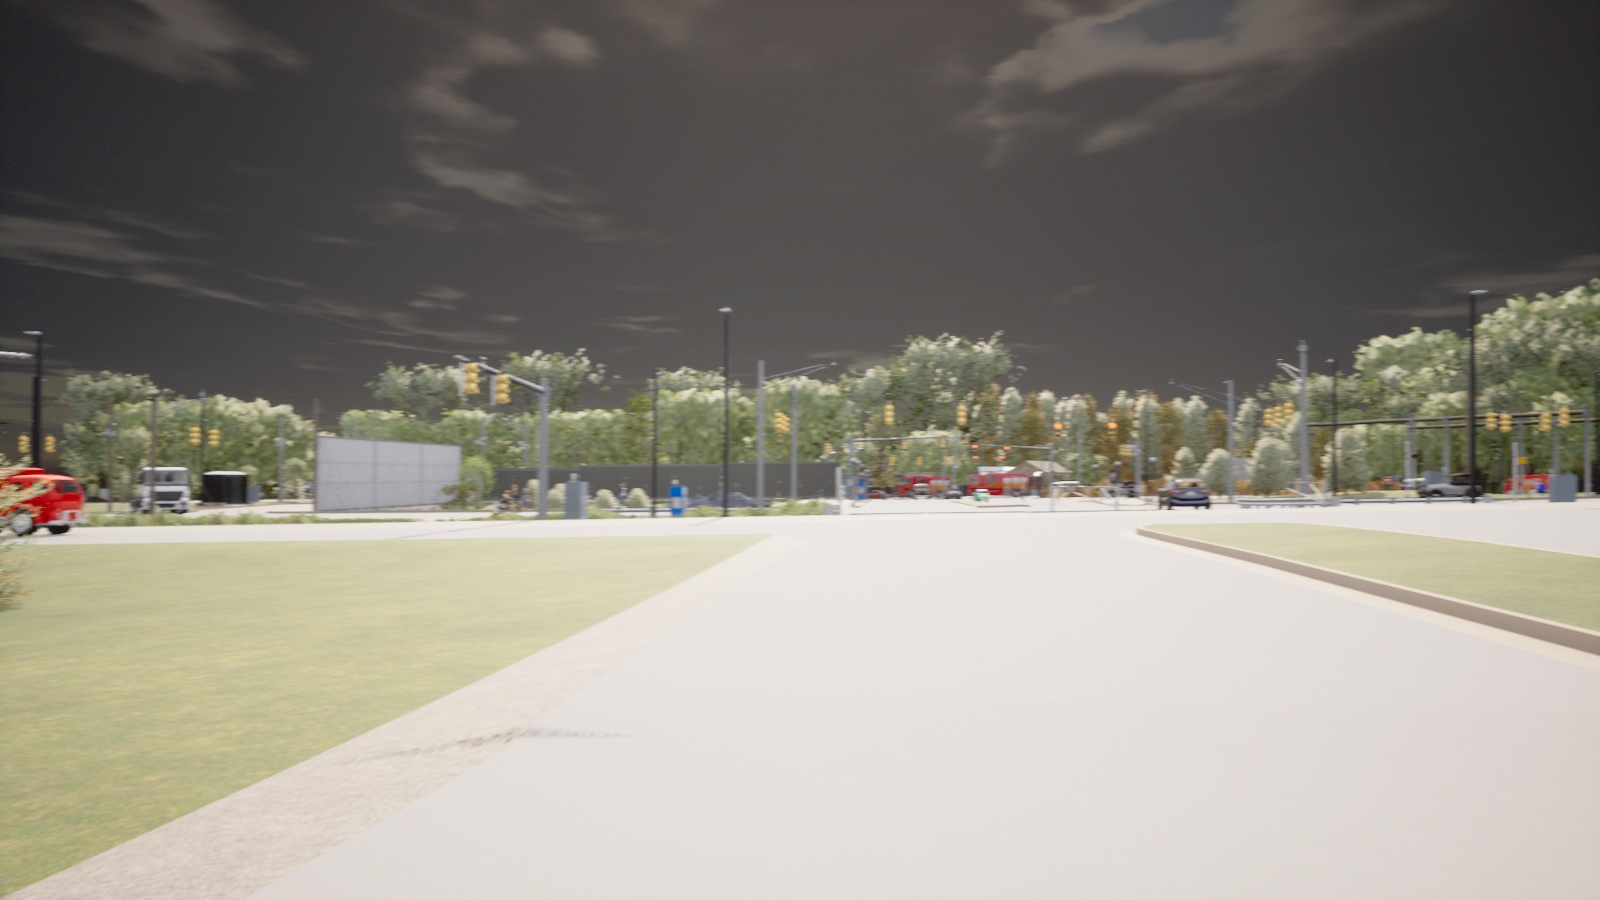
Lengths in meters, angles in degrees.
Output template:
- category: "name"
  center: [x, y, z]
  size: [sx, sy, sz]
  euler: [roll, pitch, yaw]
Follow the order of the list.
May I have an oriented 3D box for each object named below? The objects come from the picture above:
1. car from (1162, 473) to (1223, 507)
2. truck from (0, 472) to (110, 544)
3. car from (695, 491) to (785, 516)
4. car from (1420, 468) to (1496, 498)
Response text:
- category: "car"
  center: [20.408, 2.088, 65.493]
  size: [2.242, 1.667, 4.611]
  euler: [-2, -2, 7]
- category: "truck"
  center: [-28.326, 2.114, 45.497]
  size: [5.204, 2.467, 2.627]
  euler: [-2, -1, 5]
- category: "car"
  center: [-3.722, 3.339, 78.097]
  size: [5.357, 1.411, 2.033]
  euler: [-1, -1, 5]
- category: "car"
  center: [42.696, 2.139, 81.510]
  size: [3.866, 1.878, 1.905]
  euler: [-2, -1, 4]
